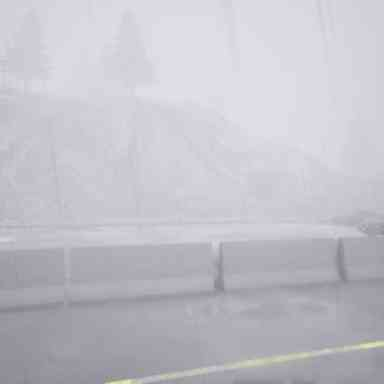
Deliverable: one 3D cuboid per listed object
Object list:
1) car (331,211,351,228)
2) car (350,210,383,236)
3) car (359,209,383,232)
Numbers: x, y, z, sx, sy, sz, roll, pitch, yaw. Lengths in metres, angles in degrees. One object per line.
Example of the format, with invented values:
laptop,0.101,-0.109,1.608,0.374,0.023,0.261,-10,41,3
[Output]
car,13.644,2.158,27.263,4.181,1.385,1.994,0,-1,-9
car,12.447,1.936,19.941,4.892,1.490,1.837,0,-1,-11
car,14.888,2.022,23.942,4.892,1.490,1.837,0,-1,-9
